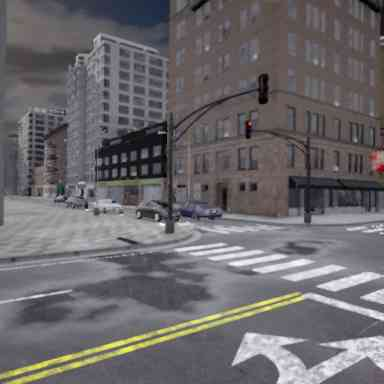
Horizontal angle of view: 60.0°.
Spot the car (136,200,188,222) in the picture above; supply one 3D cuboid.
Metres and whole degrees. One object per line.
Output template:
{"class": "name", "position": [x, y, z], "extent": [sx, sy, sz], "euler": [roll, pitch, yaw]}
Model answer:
{"class": "car", "position": [-2.634, 1.433, 25.553], "extent": [1.837, 1.490, 4.892], "euler": [1, 0, -36]}

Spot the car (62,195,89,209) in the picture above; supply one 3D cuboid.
{"class": "car", "position": [-14.611, 1.349, 42.255], "extent": [1.837, 1.490, 4.892], "euler": [1, 0, -35]}

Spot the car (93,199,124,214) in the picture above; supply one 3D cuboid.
{"class": "car", "position": [-8.562, 1.413, 33.832], "extent": [1.812, 1.442, 4.674], "euler": [1, 0, -36]}

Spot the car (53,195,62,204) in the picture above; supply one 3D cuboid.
{"class": "car", "position": [-23.616, 1.328, 60.223], "extent": [1.812, 1.442, 4.674], "euler": [1, 0, -36]}

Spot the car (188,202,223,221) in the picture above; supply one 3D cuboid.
{"class": "car", "position": [0.195, 1.524, 27.191], "extent": [2.033, 1.411, 5.357], "euler": [1, 0, -37]}
